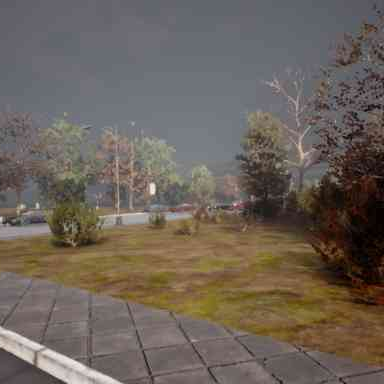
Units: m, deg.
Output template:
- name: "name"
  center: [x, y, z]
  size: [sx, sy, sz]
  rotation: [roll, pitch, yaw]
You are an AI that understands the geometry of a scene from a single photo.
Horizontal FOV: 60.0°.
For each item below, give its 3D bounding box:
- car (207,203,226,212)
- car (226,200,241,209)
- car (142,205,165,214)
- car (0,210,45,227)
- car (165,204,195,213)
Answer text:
- name: "car"
  center: [4.322, 2.433, 53.283]
  size: [1.895, 1.301, 4.718]
  rotation: [-3, -2, 32]
- name: "car"
  center: [7.628, 2.035, 51.991]
  size: [2.097, 1.767, 4.553]
  rotation: [-3, -2, 32]
- name: "car"
  center: [-5.449, 2.642, 51.207]
  size: [2.033, 1.411, 5.357]
  rotation: [-3, -2, 32]
- name: "car"
  center: [-14.329, 2.387, 30.673]
  size: [2.033, 1.411, 5.357]
  rotation: [-3, -2, 33]
- name: "car"
  center: [-1.485, 2.554, 50.919]
  size: [1.895, 1.301, 4.718]
  rotation: [-3, -2, 32]
